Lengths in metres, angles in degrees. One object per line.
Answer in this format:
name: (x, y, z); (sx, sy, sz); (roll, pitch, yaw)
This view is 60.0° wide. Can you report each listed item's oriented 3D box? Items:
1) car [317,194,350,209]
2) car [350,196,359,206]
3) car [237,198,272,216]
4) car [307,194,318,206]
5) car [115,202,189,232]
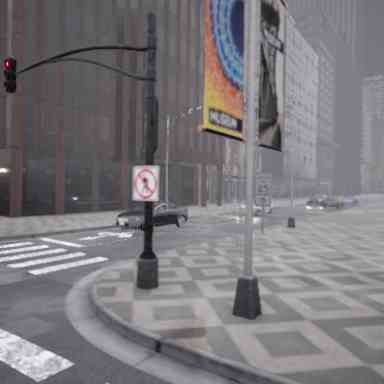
car: (17.620, 1.278, 41.278); (2.128, 1.511, 4.902); (2, 1, 36)
car: (23.501, 1.288, 49.679); (2.033, 1.411, 5.357); (2, 1, 35)
car: (5.747, 1.308, 29.956); (1.812, 1.442, 4.674); (2, 2, 35)
car: (17.674, 1.050, 46.632); (2.097, 1.767, 4.553); (2, 1, 35)
car: (-2.137, 1.327, 18.826); (2.128, 1.511, 4.902); (2, 1, 35)
